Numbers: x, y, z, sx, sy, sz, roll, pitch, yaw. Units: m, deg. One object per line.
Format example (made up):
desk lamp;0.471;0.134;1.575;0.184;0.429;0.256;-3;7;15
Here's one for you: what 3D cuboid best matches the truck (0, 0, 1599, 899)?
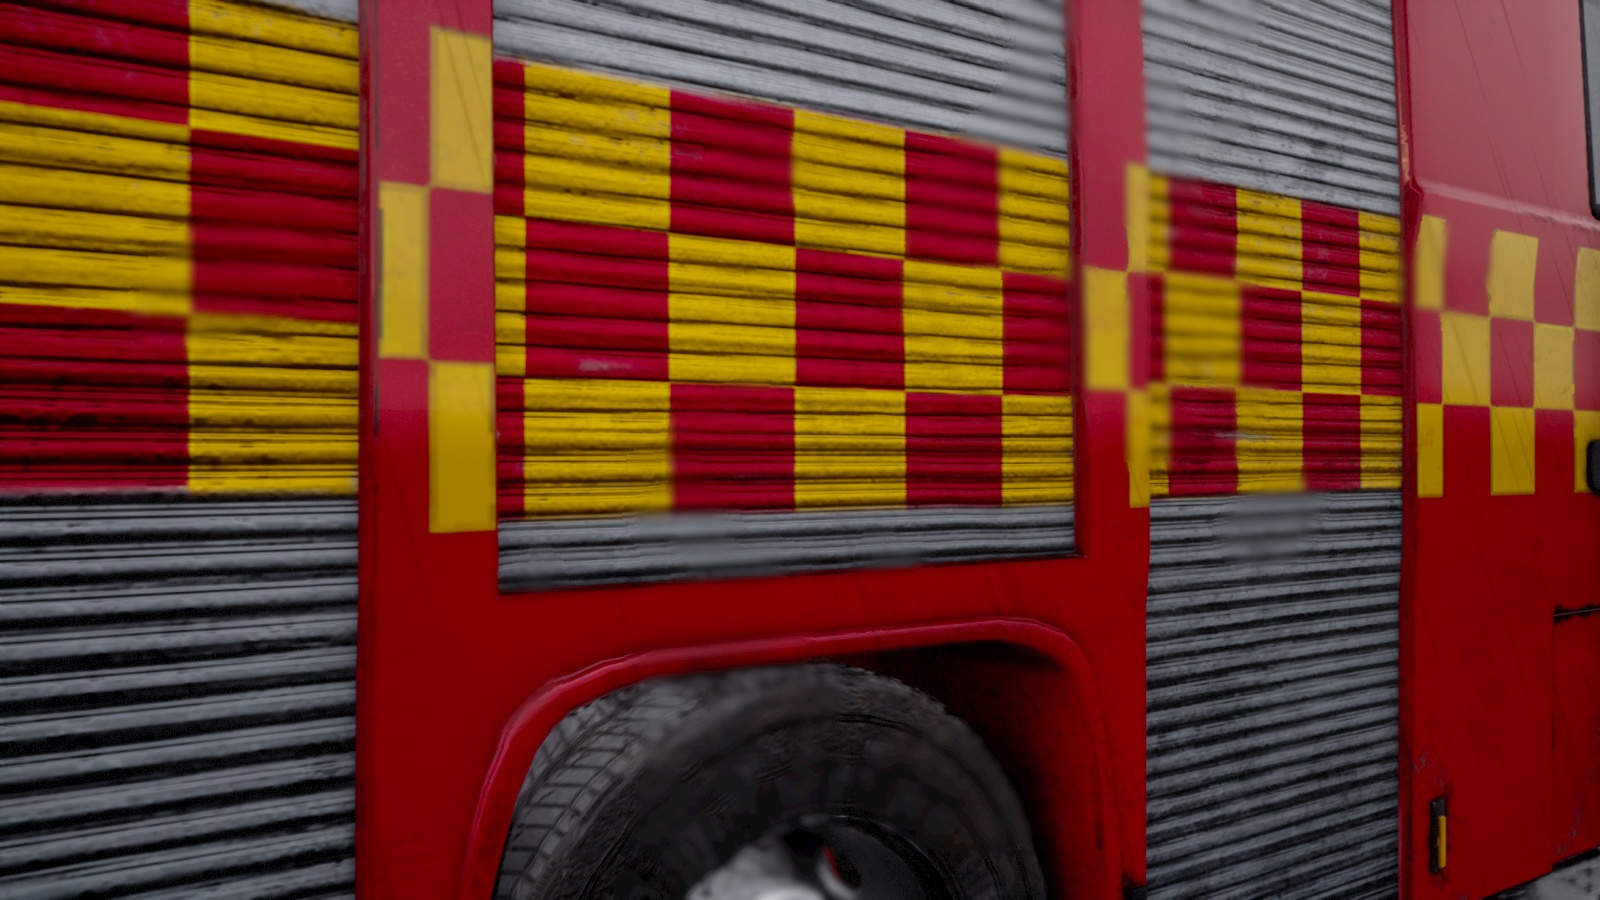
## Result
truck;1.456;-0.412;4.654;8.468;3.827;2.891;0;0;-35
